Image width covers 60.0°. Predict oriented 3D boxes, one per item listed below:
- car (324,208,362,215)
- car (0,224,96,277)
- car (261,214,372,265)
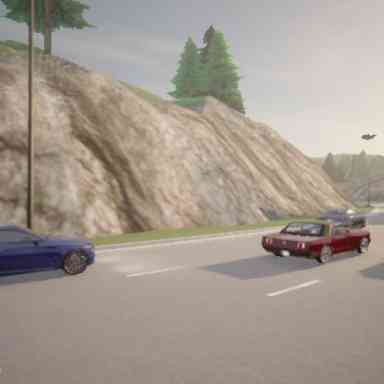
[{"bbox_3d":[9.919,1.723,21.784,1.994,1.385,4.181,0,-1,45],"label":"car"},{"bbox_3d":[-4.970,1.580,8.911,4.674,1.442,1.812,0,0,-36],"label":"car"},{"bbox_3d":[4.694,1.689,12.103,4.718,1.301,1.895,0,0,-40],"label":"car"}]
